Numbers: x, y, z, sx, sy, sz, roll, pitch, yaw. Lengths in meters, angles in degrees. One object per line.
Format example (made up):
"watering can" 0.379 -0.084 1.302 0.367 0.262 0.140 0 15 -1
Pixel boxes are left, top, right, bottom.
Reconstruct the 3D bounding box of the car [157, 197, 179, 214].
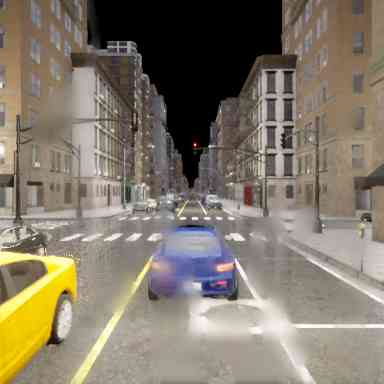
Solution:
"car" -2.758 1.559 35.979 1.994 1.385 4.181 0 0 1

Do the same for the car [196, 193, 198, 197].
"car" 2.922 1.532 95.098 1.887 1.381 4.507 0 0 0

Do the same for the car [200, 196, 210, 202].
"car" 2.856 1.541 73.473 2.008 1.369 4.403 0 0 0

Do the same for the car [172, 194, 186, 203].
"car" -2.593 1.556 66.286 1.994 1.385 4.181 0 0 1

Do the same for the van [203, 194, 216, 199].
"van" 2.773 1.335 46.441 1.690 1.788 3.998 0 0 0

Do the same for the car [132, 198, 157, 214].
"car" -5.288 1.546 35.651 2.008 1.369 4.403 0 0 0

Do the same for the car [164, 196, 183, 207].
"car" -2.714 1.594 47.270 1.895 1.301 4.718 0 0 0

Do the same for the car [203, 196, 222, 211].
"car" 2.756 1.545 41.035 2.008 1.369 4.403 0 0 0

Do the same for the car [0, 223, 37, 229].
"car" -5.362 1.550 8.775 2.008 1.369 4.403 0 0 0

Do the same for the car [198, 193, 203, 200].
"car" 2.823 1.306 62.660 2.192 1.841 5.009 0 0 0

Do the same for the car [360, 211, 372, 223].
"car" 15.136 1.636 23.956 5.357 1.411 2.033 0 0 0

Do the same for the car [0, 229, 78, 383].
"car" -2.838 1.477 3.540 1.882 1.535 5.008 0 0 0

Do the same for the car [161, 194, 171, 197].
"car" -5.248 1.432 57.276 1.967 1.590 4.097 0 0 0

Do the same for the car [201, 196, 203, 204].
"car" 2.789 1.575 51.848 1.802 1.307 4.206 0 0 0

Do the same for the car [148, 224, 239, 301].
"car" 0.042 1.525 8.212 1.812 1.442 4.674 0 0 1

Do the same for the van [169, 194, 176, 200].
"van" -5.186 1.330 89.713 1.690 1.788 3.998 0 0 0

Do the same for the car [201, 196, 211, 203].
"car" 2.839 1.557 68.066 1.947 1.339 4.313 0 0 0
